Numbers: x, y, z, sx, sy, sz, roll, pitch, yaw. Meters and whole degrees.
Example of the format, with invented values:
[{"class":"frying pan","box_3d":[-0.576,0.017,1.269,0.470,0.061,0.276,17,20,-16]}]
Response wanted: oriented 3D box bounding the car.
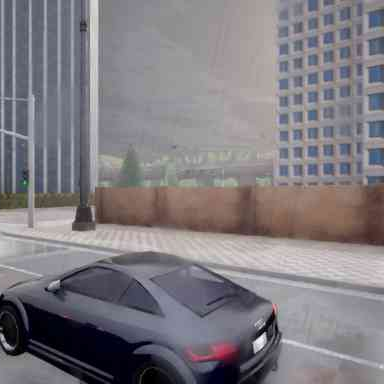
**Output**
[{"class":"car","box_3d":[-0.930,1.564,4.665,4.181,1.385,1.994,0,0,35]}]
